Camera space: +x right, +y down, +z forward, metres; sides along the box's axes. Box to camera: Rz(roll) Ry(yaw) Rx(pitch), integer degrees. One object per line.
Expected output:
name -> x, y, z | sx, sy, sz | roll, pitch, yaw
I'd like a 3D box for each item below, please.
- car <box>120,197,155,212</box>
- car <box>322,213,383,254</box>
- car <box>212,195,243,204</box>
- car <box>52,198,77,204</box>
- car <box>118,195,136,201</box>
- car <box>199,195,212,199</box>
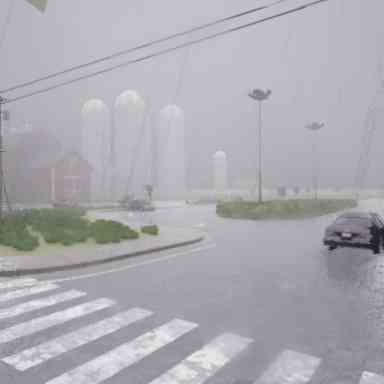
car -> -6.242, 1.602, 39.389 | 3.905, 1.438, 1.784 | 0, 0, 35
car -> 6.926, 1.554, 13.662 | 2.033, 1.411, 5.357 | 0, 0, 37
car -> 6.443, 1.394, 57.948 | 4.605, 1.855, 1.932 | 0, 0, 35
car -> -17.486, 1.624, 45.753 | 4.193, 1.474, 1.816 | 0, 0, 35
car -> -10.257, 1.434, 57.148 | 3.866, 1.878, 1.905 | 0, 0, 35
car -> 3.562, 1.603, 77.022 | 4.611, 1.667, 2.242 | 0, 0, 35
